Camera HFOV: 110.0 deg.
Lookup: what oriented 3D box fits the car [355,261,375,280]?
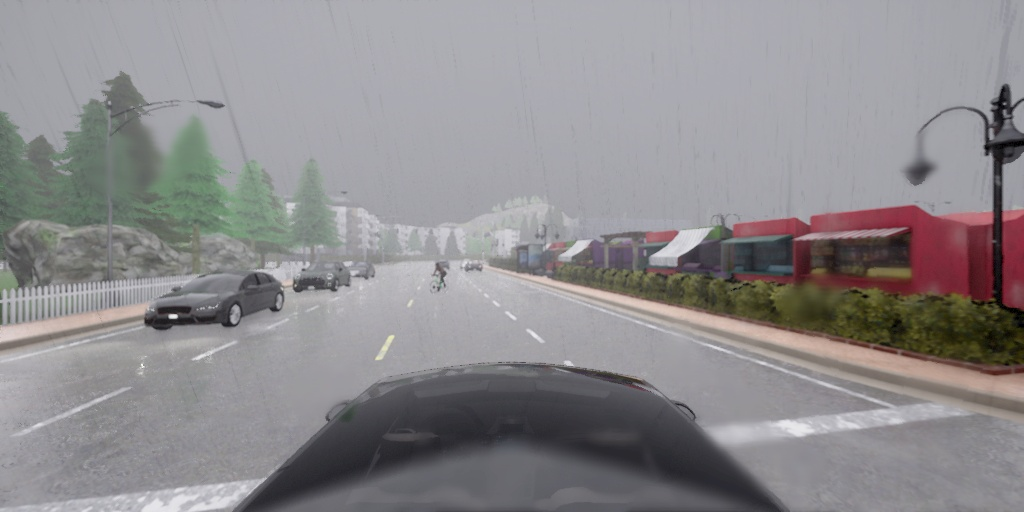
[{"bbox_3d":[-12.959,1.210,30.645,2.128,1.511,4.902,0,0,-12],"label":"car"}]

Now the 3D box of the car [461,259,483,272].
[{"bbox_3d":[-4.723,1.277,43.530,1.895,1.301,4.718,0,0,-12],"label":"car"}]

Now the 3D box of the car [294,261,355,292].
[{"bbox_3d":[-10.960,1.088,20.980,2.097,1.767,4.553,0,0,-12],"label":"car"}]

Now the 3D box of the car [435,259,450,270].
[{"bbox_3d":[-9.809,1.174,50.697,1.837,1.490,4.892,0,0,-12],"label":"car"}]

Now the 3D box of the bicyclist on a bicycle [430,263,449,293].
[{"bbox_3d":[-3.910,1.180,19.368,0.582,1.620,1.656,0,0,26],"label":"bicyclist on a bicycle"}]

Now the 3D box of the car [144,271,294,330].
[{"bbox_3d":[-8.956,1.259,11.335,1.837,1.490,4.892,0,0,-12],"label":"car"}]
